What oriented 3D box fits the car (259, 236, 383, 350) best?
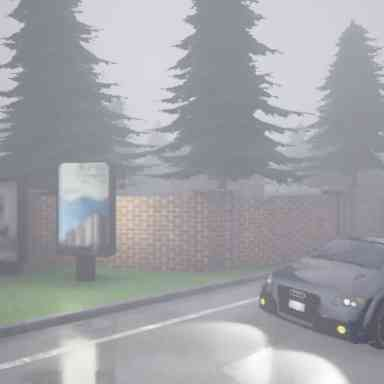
[{"bbox_3d":[3.238,1.563,6.258,4.181,1.385,1.994,0,0,-35],"label":"car"}]
